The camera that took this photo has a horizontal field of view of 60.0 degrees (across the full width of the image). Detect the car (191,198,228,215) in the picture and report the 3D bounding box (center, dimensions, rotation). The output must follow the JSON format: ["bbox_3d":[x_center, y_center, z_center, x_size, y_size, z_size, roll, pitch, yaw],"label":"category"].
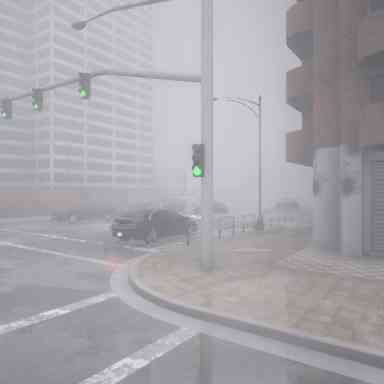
[{"bbox_3d":[1.881,1.564,33.234,1.994,1.385,4.181,0,0,36],"label":"car"}]

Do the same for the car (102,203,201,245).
[{"bbox_3d":[-1.625,1.505,15.847,1.837,1.490,4.892,0,0,35],"label":"car"}]

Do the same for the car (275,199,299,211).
[{"bbox_3d":[11.648,1.526,40.701,1.812,1.442,4.674,0,0,35],"label":"car"}]

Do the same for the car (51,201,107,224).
[{"bbox_3d":[-8.118,1.478,25.195,1.882,1.535,5.008,0,0,35],"label":"car"}]

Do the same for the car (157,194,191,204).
[{"bbox_3d":[-2.541,1.352,33.063,2.097,1.767,4.553,0,0,35],"label":"car"}]

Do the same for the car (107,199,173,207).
[{"bbox_3d":[-3.817,1.526,25.182,1.812,1.442,4.674,0,0,35],"label":"car"}]
